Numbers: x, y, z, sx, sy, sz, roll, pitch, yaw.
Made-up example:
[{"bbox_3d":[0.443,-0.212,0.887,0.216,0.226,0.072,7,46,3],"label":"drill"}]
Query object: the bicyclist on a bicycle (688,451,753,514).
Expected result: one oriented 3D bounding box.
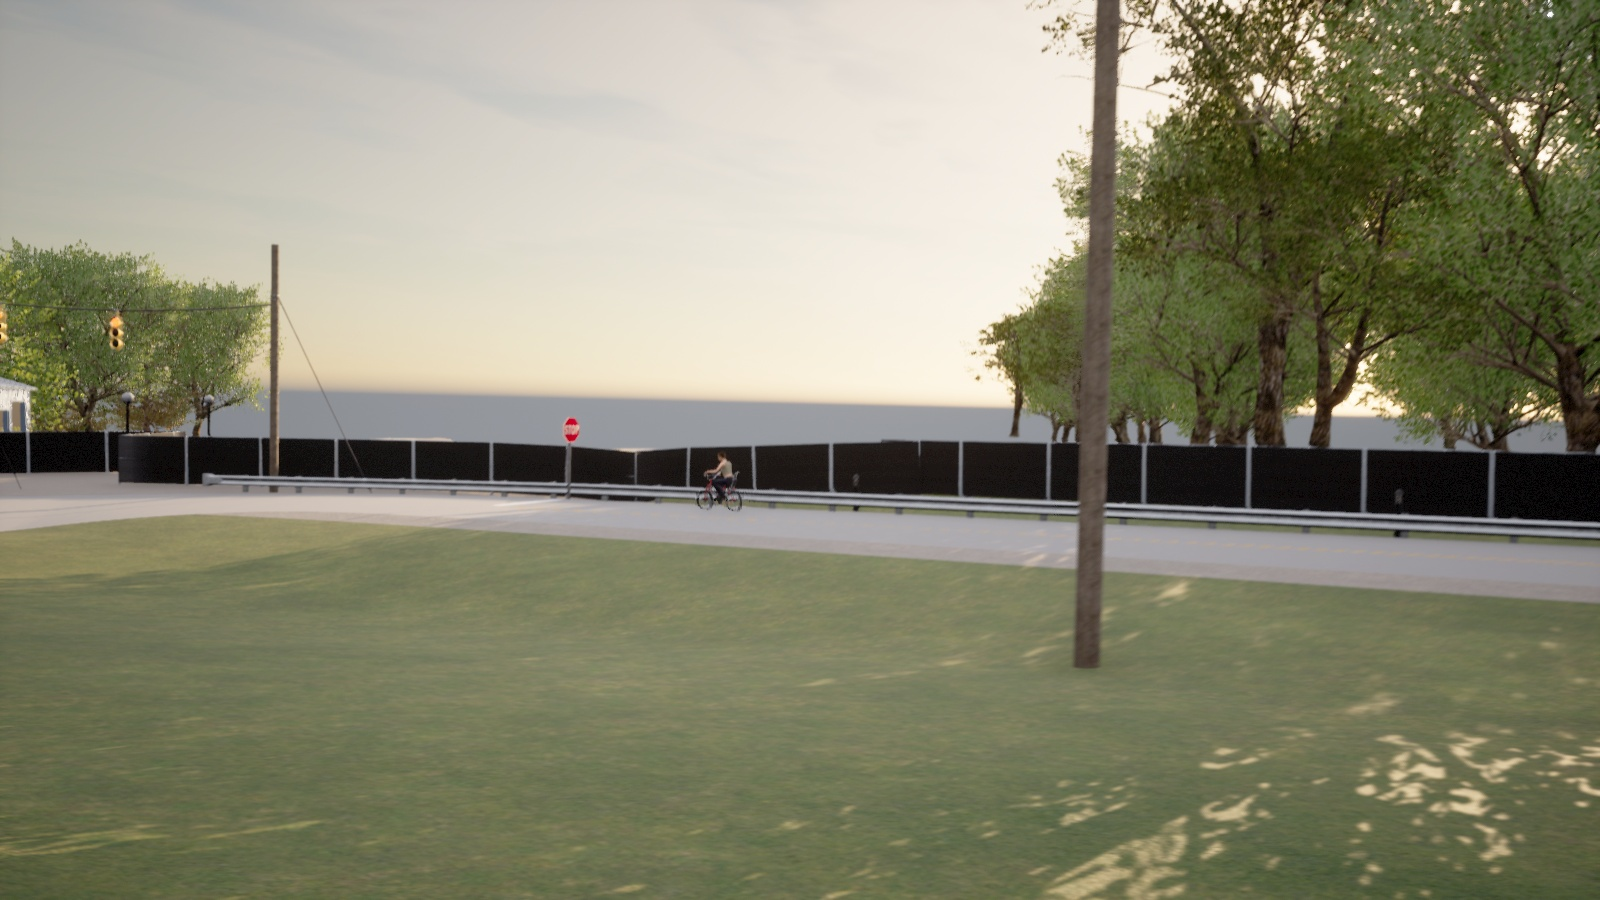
[{"bbox_3d":[-2.141,0.853,33.761,1.509,1.612,0.866,0,2,32],"label":"bicyclist on a bicycle"}]
